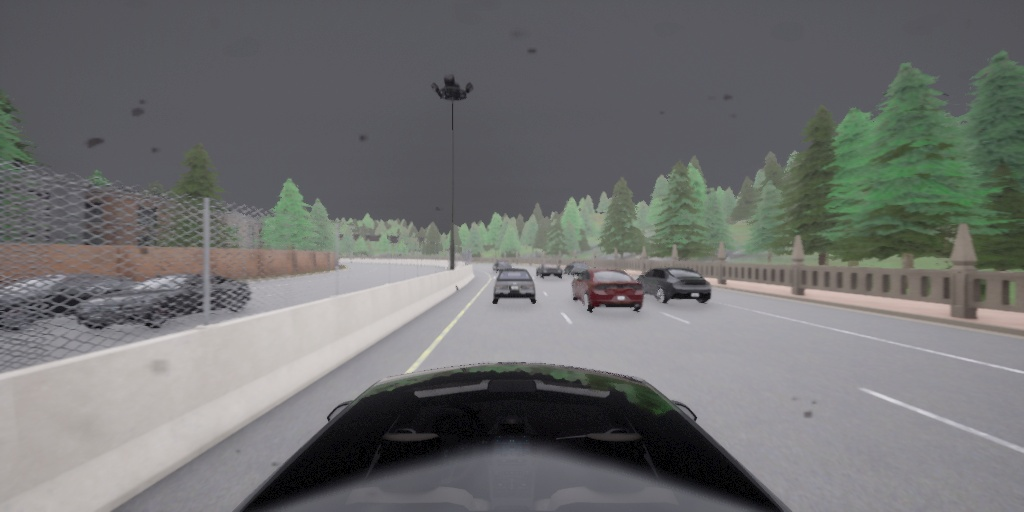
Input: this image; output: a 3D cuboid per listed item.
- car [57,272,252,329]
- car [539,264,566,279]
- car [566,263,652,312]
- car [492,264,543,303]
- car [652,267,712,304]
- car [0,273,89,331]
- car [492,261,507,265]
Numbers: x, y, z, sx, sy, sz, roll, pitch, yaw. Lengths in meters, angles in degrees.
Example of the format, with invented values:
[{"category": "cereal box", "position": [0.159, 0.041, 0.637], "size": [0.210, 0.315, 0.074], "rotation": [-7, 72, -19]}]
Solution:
[{"category": "car", "position": [-10.500, 1.271, 11.387], "size": [1.812, 1.442, 4.674], "rotation": [0, 0, 0]}, {"category": "car", "position": [3.256, 1.327, 32.353], "size": [1.895, 1.301, 4.718], "rotation": [0, 0, -3]}, {"category": "car", "position": [3.601, 1.218, 14.324], "size": [1.882, 1.535, 5.008], "rotation": [0, 0, 0]}, {"category": "car", "position": [0.102, 1.286, 16.557], "size": [2.033, 1.411, 5.357], "rotation": [0, 0, 0]}, {"category": "car", "position": [7.102, 1.246, 16.324], "size": [1.837, 1.490, 4.892], "rotation": [0, 1, 0]}, {"category": "car", "position": [-14.003, 1.268, 11.093], "size": [1.812, 1.442, 4.674], "rotation": [0, 0, 0]}, {"category": "car", "position": [-1.242, 1.265, 42.431], "size": [2.033, 1.411, 5.357], "rotation": [0, 0, -10]}]
